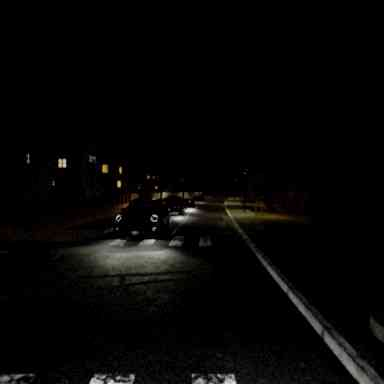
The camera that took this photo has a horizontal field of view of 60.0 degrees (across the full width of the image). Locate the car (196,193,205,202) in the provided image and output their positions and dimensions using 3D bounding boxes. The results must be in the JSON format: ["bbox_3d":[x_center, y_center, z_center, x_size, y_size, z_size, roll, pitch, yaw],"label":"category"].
[{"bbox_3d":[1.087,0.946,56.256,2.033,1.411,5.357,0,0,7],"label":"car"}]

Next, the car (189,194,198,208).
[{"bbox_3d":[-0.770,1.126,39.624,1.895,1.301,4.718,0,0,5],"label":"car"}]

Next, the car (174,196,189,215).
[{"bbox_3d":[-1.640,1.132,28.635,1.837,1.490,4.892,0,0,4],"label":"car"}]

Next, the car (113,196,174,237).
[{"bbox_3d":[-2.332,1.120,16.388,2.097,1.767,4.553,0,1,3],"label":"car"}]
